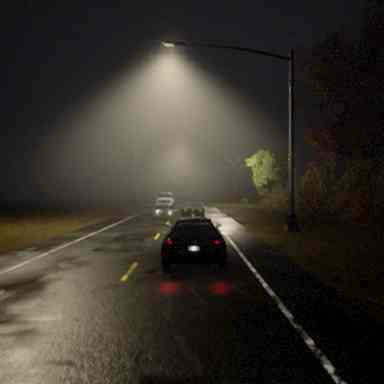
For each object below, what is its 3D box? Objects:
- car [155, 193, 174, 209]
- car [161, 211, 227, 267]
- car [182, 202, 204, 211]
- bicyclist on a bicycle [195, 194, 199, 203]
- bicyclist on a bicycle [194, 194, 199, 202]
[{"bbox_3d":[-3.579,1.128,44.404,2.150,2.045,5.566,0,0,0],"label":"car"},{"bbox_3d":[0.069,1.542,11.279,1.994,1.385,4.181,0,0,0],"label":"car"},{"bbox_3d":[0.092,1.543,29.243,1.895,1.301,4.718,0,0,0],"label":"car"},{"bbox_3d":[0.982,1.224,63.970,0.659,1.776,1.843,0,0,0],"label":"bicyclist on a bicycle"},{"bbox_3d":[0.982,1.270,72.972,0.866,1.612,1.509,0,0,0],"label":"bicyclist on a bicycle"}]
